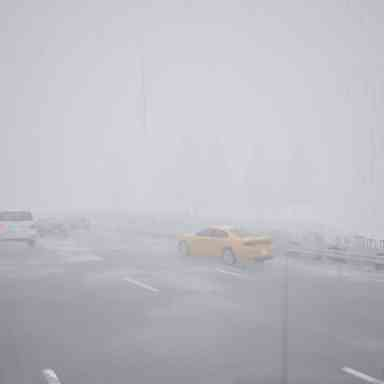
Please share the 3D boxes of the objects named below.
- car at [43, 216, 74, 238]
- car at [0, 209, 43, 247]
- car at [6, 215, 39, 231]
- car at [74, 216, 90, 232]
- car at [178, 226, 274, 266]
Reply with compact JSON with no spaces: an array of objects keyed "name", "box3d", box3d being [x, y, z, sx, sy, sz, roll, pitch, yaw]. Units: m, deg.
[{"name":"car","box3d":[-10.848,2.656,25.271,1.812,1.442,4.674,3,-4,-37]},{"name":"car","box3d":[-10.519,2.004,19.049,2.150,2.045,5.566,3,-4,-37]},{"name":"car","box3d":[-17.251,3.054,33.794,2.033,1.411,5.357,3,-4,-37]},{"name":"car","box3d":[-11.212,2.974,31.584,2.128,1.511,4.902,3,-4,-37]},{"name":"car","box3d":[1.319,2.262,14.920,1.882,1.535,5.008,3,-4,-37]}]
